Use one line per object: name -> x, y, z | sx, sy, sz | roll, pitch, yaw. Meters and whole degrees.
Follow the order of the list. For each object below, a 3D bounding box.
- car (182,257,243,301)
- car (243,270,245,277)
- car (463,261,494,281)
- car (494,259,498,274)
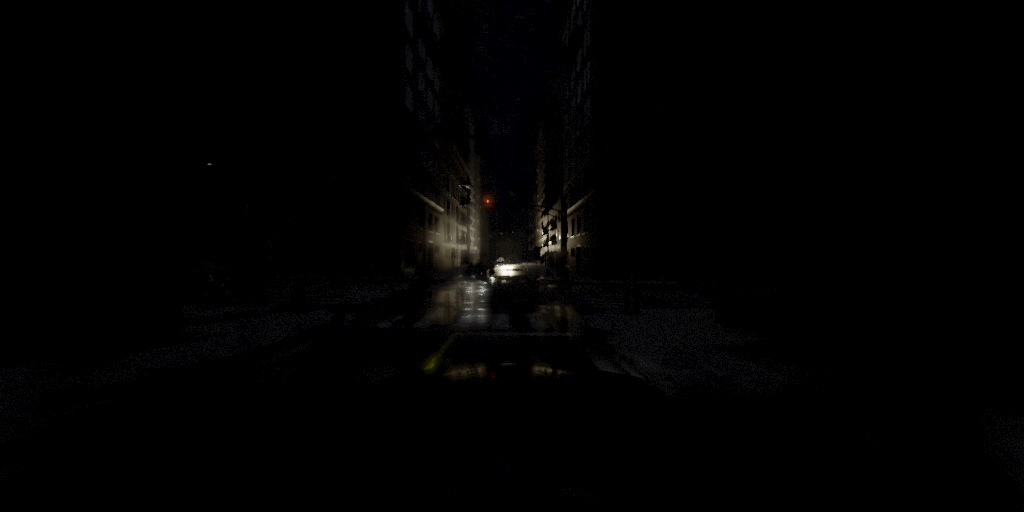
car -> -14.899, 0.886, 15.293 | 5.009, 1.841, 2.192 | 0, 0, 0
car -> -20.568, 0.972, 23.800 | 4.829, 1.417, 1.751 | 0, 0, 0
car -> -2.872, 1.307, 29.755 | 2.128, 1.511, 4.902 | 0, 1, 0
car -> -2.823, 1.295, 39.359 | 1.882, 1.535, 5.008 | 0, 1, 0
